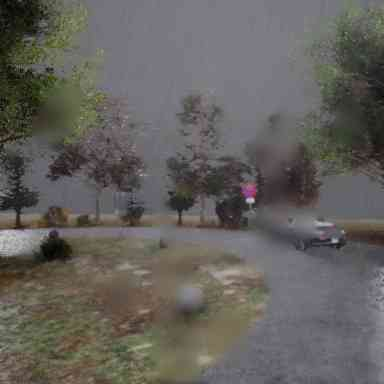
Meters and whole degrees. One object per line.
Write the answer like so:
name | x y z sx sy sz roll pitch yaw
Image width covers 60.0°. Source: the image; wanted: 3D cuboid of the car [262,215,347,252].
car | 4.961 1.793 15.240 1.812 1.442 4.674 0 -1 -16
